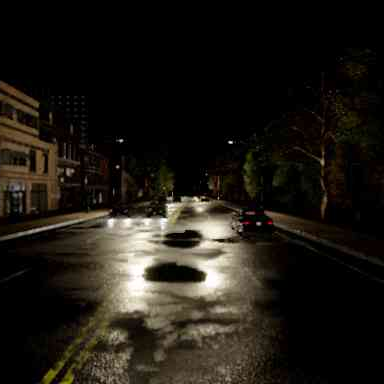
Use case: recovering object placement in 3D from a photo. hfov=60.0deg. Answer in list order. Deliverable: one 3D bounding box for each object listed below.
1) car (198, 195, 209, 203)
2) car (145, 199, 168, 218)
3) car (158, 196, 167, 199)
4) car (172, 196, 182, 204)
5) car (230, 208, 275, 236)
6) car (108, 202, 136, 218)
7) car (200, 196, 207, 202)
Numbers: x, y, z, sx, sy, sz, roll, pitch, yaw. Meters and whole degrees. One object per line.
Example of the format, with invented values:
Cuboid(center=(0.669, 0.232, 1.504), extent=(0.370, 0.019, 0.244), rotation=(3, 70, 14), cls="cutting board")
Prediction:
Cuboid(center=(3.264, 1.870, 82.729), extent=(2.128, 1.511, 4.902), rotation=(0, 0, 0), cls="car")
Cuboid(center=(-3.326, 1.659, 32.023), extent=(1.837, 1.490, 4.892), rotation=(0, -1, 0), cls="car")
Cuboid(center=(-6.488, 1.617, 73.383), extent=(2.097, 1.767, 4.553), rotation=(0, 0, 0), cls="car")
Cuboid(center=(-3.238, 1.739, 73.352), extent=(1.882, 1.535, 5.008), rotation=(0, 0, 0), cls="car")
Cuboid(center=(3.353, 1.640, 19.235), extent=(2.033, 1.411, 5.357), rotation=(0, 0, 0), cls="car")
Cuboid(center=(-6.576, 1.678, 31.934), extent=(1.812, 1.442, 4.674), rotation=(0, 0, 0), cls="car")
Cuboid(center=(3.265, 1.903, 93.729), extent=(1.882, 1.535, 5.008), rotation=(0, 0, 0), cls="car")
